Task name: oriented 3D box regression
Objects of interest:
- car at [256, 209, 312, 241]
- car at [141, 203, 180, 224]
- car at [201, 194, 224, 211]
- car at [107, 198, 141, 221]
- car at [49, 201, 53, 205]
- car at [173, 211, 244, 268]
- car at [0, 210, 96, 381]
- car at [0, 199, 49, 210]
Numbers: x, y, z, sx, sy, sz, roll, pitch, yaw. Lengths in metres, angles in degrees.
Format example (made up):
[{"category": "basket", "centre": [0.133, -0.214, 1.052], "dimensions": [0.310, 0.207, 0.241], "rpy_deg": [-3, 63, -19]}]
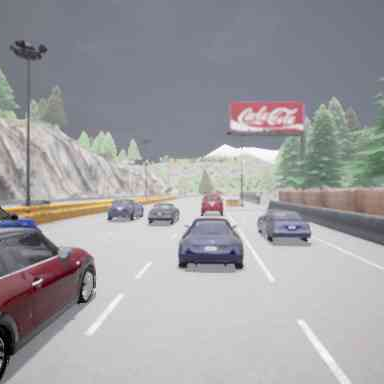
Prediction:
[{"category": "car", "centre": [4.449, 1.565, 16.734], "dimensions": [2.033, 1.411, 5.357], "rpy_deg": [0, 0, 4]}, {"category": "car", "centre": [-2.030, 1.548, 24.913], "dimensions": [2.033, 1.411, 5.357], "rpy_deg": [0, 0, 4]}, {"category": "car", "centre": [2.049, 1.238, 33.634], "dimensions": [2.150, 2.045, 5.566], "rpy_deg": [0, 0, 4]}, {"category": "car", "centre": [-5.364, 1.343, 27.506], "dimensions": [2.097, 1.767, 4.553], "rpy_deg": [0, 0, 4]}, {"category": "car", "centre": [-15.596, 1.528, 33.502], "dimensions": [1.837, 1.490, 4.892], "rpy_deg": [0, 0, 4]}, {"category": "car", "centre": [0.642, 1.569, 11.414], "dimensions": [1.994, 1.385, 4.181], "rpy_deg": [0, 0, 3]}, {"category": "car", "centre": [-3.165, 1.344, 5.303], "dimensions": [2.097, 1.767, 4.553], "rpy_deg": [0, 0, 2]}, {"category": "car", "centre": [-6.495, 1.206, 9.327], "dimensions": [2.150, 2.045, 5.566], "rpy_deg": [0, 0, 3]}]
